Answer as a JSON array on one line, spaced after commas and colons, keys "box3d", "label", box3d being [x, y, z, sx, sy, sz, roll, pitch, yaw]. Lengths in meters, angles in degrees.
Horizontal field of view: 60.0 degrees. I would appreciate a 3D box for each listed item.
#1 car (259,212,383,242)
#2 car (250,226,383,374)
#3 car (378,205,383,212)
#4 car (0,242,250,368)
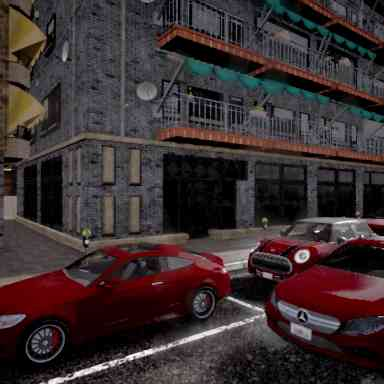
[{"box3d": [3.402, 1.444, 9.004, 4.097, 1.590, 1.967, 0, 0, -36], "label": "car"}, {"box3d": [3.285, 1.528, 5.616, 4.674, 1.442, 1.812, 0, 0, -36], "label": "car"}, {"box3d": [8.006, 1.324, 12.303, 5.009, 1.841, 2.192, 0, 0, -36], "label": "car"}, {"box3d": [-1.200, 1.583, 5.704, 4.206, 1.307, 1.802, 0, 0, -36], "label": "car"}]
